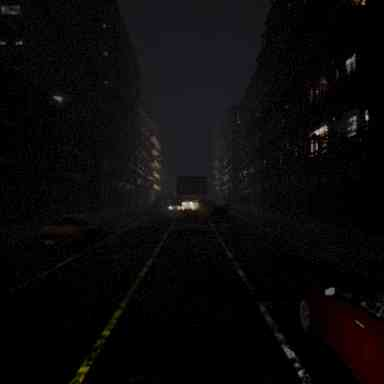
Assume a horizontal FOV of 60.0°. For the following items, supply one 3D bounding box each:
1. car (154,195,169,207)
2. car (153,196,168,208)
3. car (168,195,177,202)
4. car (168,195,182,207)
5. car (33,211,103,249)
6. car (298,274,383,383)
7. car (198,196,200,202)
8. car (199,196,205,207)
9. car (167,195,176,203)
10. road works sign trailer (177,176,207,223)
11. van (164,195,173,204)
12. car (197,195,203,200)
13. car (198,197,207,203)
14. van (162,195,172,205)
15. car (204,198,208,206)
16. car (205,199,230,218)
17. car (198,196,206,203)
[{"bbox_3d":[-5.305,1.570,59.190,2.192,1.841,5.009,2,0,0],"label":"car"},{"bbox_3d":[-5.309,1.748,53.488,1.752,1.417,4.829,2,0,0],"label":"car"},{"bbox_3d":[-5.314,1.790,92.371,2.192,1.841,5.009,1,0,0],"label":"car"},{"bbox_3d":[-2.824,1.596,57.328,2.097,1.767,4.553,0,0,0],"label":"car"},{"bbox_3d":[-5.297,1.571,14.781,1.752,1.417,4.829,2,0,0],"label":"car"},{"bbox_3d":[2.583,1.593,3.825,1.802,1.307,4.206,1,0,0],"label":"car"},{"bbox_3d":[2.569,1.805,59.128,2.008,1.369,4.403,1,0,0],"label":"car"},{"bbox_3d":[2.571,1.768,53.596,1.887,1.381,4.507,1,0,0],"label":"car"},{"bbox_3d":[-5.313,1.750,86.841,2.192,1.841,5.009,1,0,0],"label":"car"},{"bbox_3d":[-0.010,0.553,26.145,2.380,3.560,2.880,0,0,0],"label":"road works sign trailer"},{"bbox_3d":[-5.311,1.698,75.781,1.690,1.788,3.998,1,0,0],"label":"van"},{"bbox_3d":[2.565,1.902,75.720,1.887,1.381,4.507,1,0,0],"label":"car"},{"bbox_3d":[2.564,1.940,81.250,1.887,1.381,4.507,1,0,0],"label":"car"},{"bbox_3d":[-5.308,1.661,70.249,1.690,1.788,3.998,2,0,0],"label":"van"},{"bbox_3d":[2.576,1.663,37.176,1.752,1.417,4.829,1,0,0],"label":"car"},{"bbox_3d":[2.577,1.657,31.474,1.887,1.381,4.507,1,0,0],"label":"car"},{"bbox_3d":[2.572,1.875,86.782,1.967,1.590,4.097,1,0,0],"label":"car"}]
